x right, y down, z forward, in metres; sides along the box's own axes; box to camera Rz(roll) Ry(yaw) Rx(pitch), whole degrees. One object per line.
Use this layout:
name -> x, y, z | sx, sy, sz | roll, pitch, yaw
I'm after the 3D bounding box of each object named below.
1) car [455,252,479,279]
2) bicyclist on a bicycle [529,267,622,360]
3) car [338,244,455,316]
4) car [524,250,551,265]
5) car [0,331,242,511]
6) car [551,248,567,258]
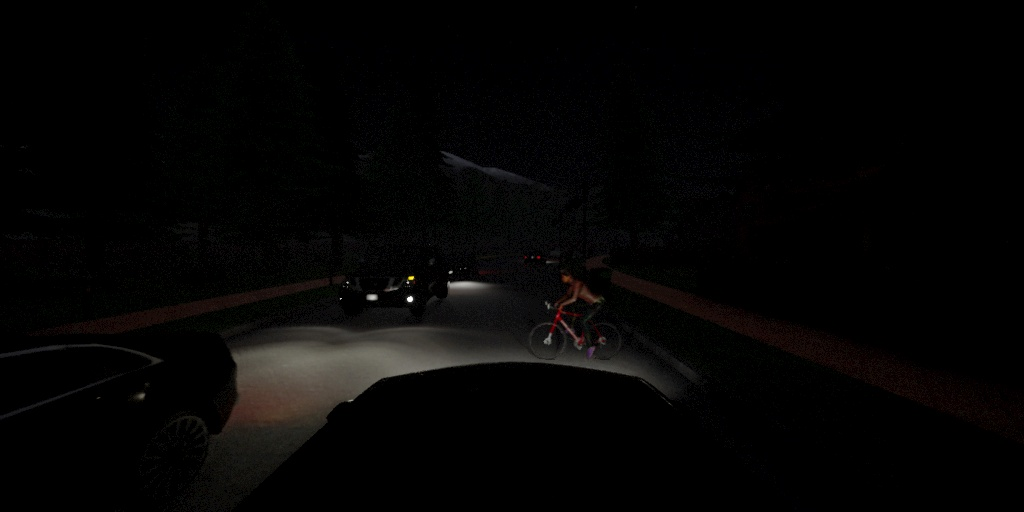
car -> -3.204, 0.549, 22.153 | 1.837, 1.490, 4.892 | 0, 2, 4
bicyclist on a bicycle -> 1.109, 1.025, 6.253 | 1.656, 1.620, 0.582 | 0, 2, 0
car -> -3.566, 0.614, 11.974 | 2.150, 2.045, 5.566 | 0, 2, 1
car -> 2.435, 0.105, 36.608 | 2.033, 1.411, 5.357 | 0, 2, 11
car -> -3.590, 1.245, 1.469 | 2.128, 1.511, 4.902 | 0, 2, 0
car -> 6.674, -0.430, 51.786 | 1.812, 1.442, 4.674 | 1, 2, 19
